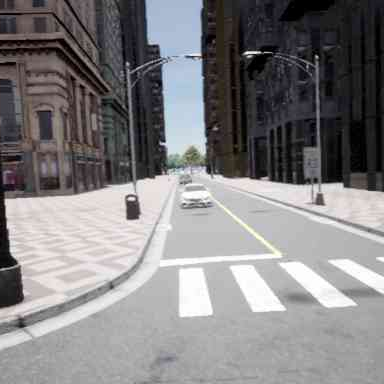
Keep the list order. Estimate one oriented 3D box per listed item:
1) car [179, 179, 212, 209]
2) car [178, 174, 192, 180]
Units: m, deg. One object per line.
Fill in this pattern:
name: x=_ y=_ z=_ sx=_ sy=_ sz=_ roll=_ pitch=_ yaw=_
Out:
car: x=0.178 y=0.178 z=21.261 sx=1.812 sy=1.442 sz=4.674 roll=-3 pitch=5 yaw=-2
car: x=-1.101 y=-2.120 z=54.270 sx=2.097 sy=1.767 sz=4.553 roll=-3 pitch=4 yaw=-2
